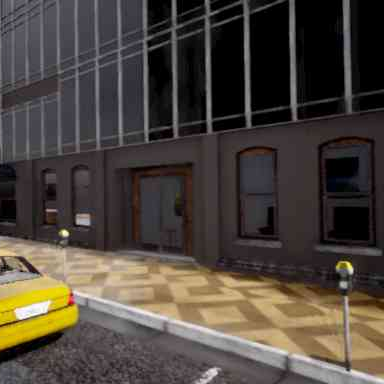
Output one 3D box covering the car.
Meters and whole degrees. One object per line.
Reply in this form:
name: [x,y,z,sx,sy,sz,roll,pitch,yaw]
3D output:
car: [-3.971,1.522,5.724,4.829,1.417,1.752,0,-1,36]
